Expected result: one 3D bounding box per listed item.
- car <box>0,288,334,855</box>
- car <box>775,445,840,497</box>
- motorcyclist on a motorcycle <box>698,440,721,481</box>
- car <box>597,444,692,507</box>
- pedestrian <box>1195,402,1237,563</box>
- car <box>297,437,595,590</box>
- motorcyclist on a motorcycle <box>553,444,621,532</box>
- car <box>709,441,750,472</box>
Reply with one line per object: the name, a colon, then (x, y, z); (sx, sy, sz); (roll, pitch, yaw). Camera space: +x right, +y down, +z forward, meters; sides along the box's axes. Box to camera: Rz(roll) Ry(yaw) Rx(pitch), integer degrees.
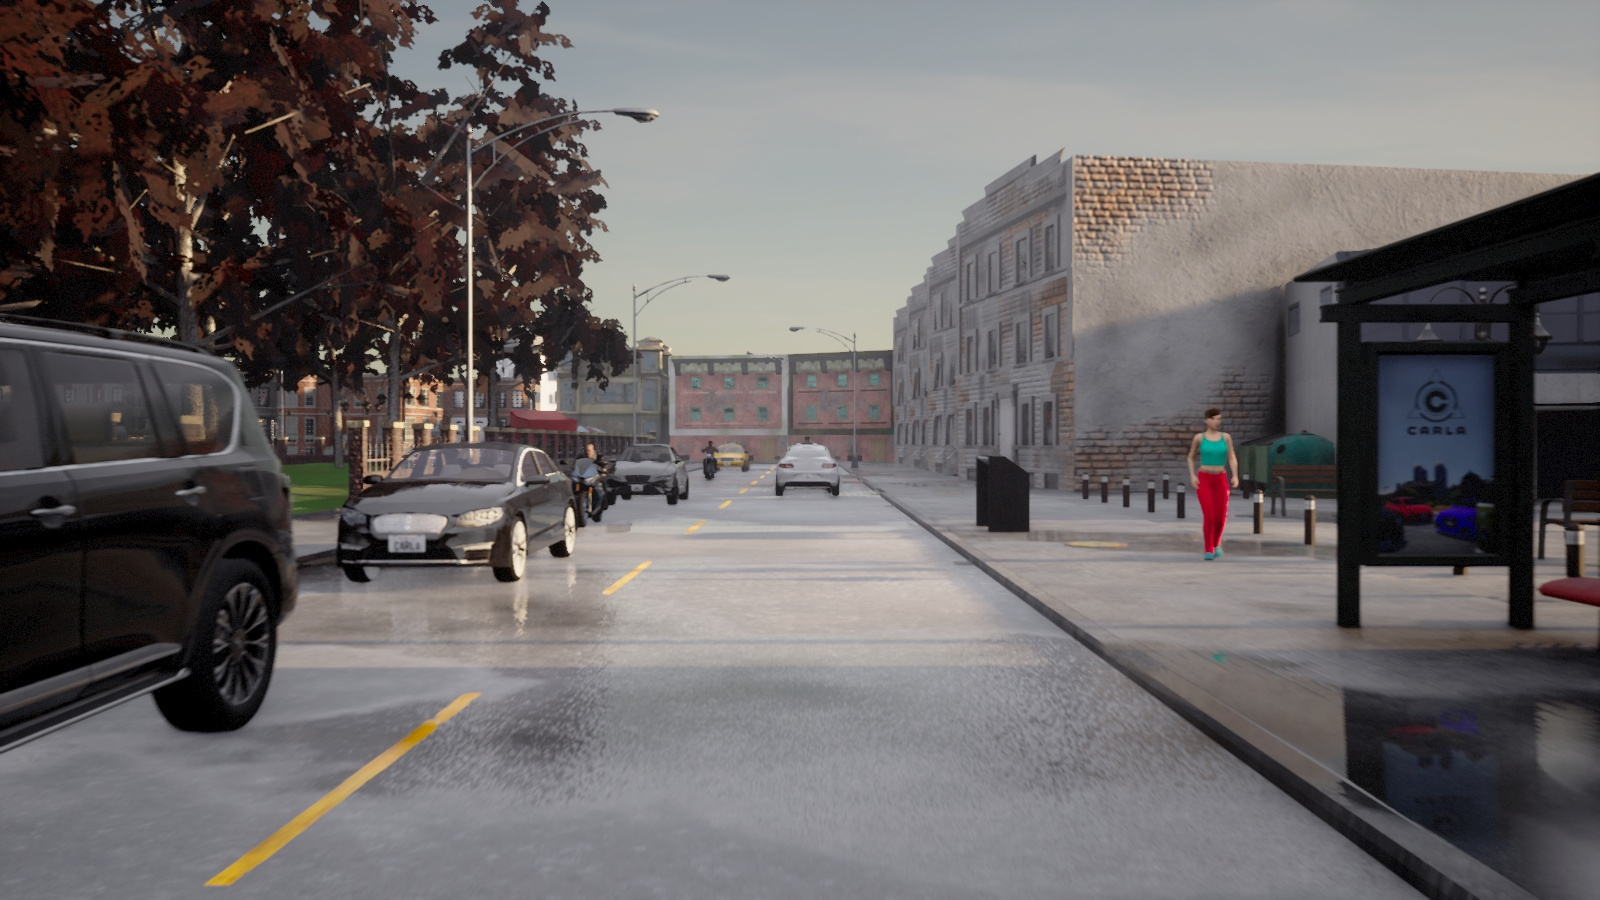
car: (-3.960, 0.434, 4.964); (2.150, 2.045, 5.566); (0, 0, 0)
car: (0.223, 0.563, 37.167); (1.812, 1.442, 4.674); (0, 0, 0)
motorcyclist on a motorcycle: (-3.714, 0.403, 51.536); (0.766, 1.649, 2.350); (0, 0, 0)
car: (-3.806, 0.580, 31.368); (1.816, 1.474, 4.193); (0, 0, 0)
pedestrian: (4.860, 0.372, 14.695); (0.345, 1.836, 0.594); (0, 0, 6)
car: (-3.900, 0.616, 14.865); (2.128, 1.511, 4.902); (0, 0, 0)
motorcyclist on a motorcycle: (-3.854, 0.649, 22.913); (0.866, 1.530, 2.191); (0, 0, 0)
car: (-3.650, 0.312, 65.795); (1.801, 1.575, 5.366); (0, 0, 0)
